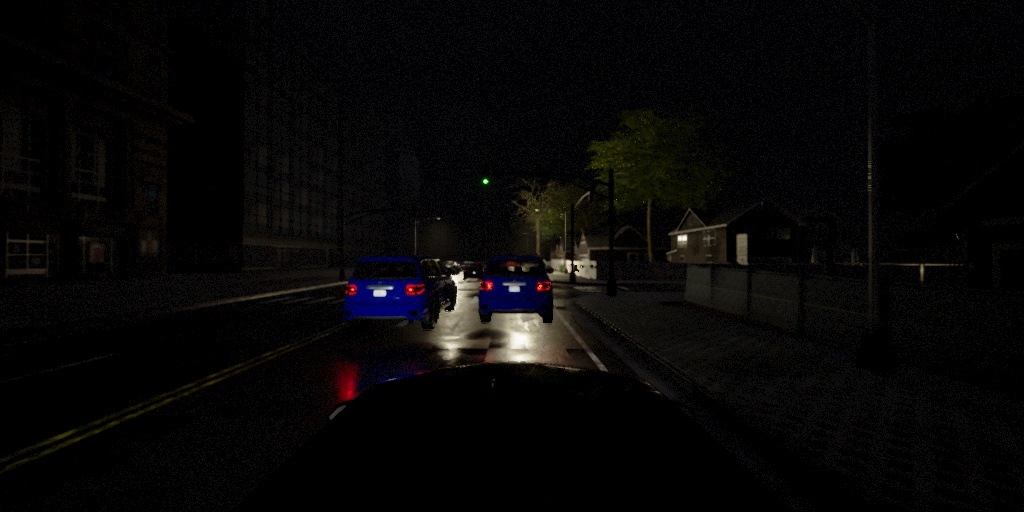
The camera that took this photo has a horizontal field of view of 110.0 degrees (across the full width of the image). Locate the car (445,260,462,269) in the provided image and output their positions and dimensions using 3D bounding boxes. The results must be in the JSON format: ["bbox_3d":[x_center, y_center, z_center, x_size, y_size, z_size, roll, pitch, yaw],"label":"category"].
[{"bbox_3d":[-9.798,1.481,60.485,2.033,1.411,5.357,0,0,1],"label":"car"}]

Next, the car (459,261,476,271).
[{"bbox_3d":[-6.596,1.471,53.938,1.994,1.385,4.181,0,0,0],"label":"car"}]

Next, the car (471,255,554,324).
[{"bbox_3d":[0.242,0.992,12.189,2.150,2.045,5.566,0,0,4],"label":"car"}]

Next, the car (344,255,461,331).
[{"bbox_3d":[-3.163,0.992,11.265,2.150,2.045,5.566,0,0,0],"label":"car"}]

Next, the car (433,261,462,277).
[{"bbox_3d":[-6.614,1.339,37.397,2.128,1.511,4.902,0,0,0],"label":"car"}]

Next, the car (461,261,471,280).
[{"bbox_3d":[-3.169,1.394,32.088,1.994,1.385,4.181,0,0,0],"label":"car"}]
